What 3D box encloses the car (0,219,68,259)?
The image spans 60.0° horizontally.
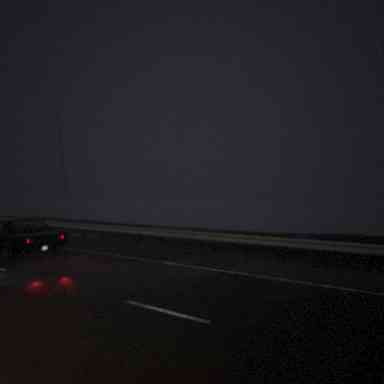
[{"bbox_3d":[-7.085,1.744,13.249,4.718,1.301,1.895,-1,0,36],"label":"car"}]
